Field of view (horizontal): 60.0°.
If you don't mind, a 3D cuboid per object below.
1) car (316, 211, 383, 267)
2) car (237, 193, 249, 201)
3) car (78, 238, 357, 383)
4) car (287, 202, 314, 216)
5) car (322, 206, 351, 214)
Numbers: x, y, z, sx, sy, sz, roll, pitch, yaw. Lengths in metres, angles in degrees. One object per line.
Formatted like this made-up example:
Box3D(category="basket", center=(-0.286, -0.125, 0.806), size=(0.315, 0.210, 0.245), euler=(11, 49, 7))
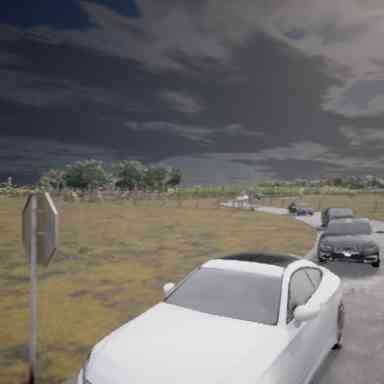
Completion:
Box3D(category="car", center=(5.837, 1.683, 12.301), size=(1.837, 1.490, 4.892), euler=(-1, -1, 27))
Box3D(category="car", center=(13.232, 1.371, 86.358), size=(2.150, 2.045, 5.566), euler=(-1, 0, 19))
Box3D(category="car", center=(0.749, 1.610, 4.390), size=(1.812, 1.442, 4.674), euler=(-1, -1, 35))
Box3D(category="car", center=(12.577, 1.982, 38.788), size=(1.837, 1.490, 4.892), euler=(0, 0, -1))
Box3D(category="car", center=(10.260, 1.801, 23.234), size=(1.882, 1.535, 5.008), euler=(-1, 0, 14))
